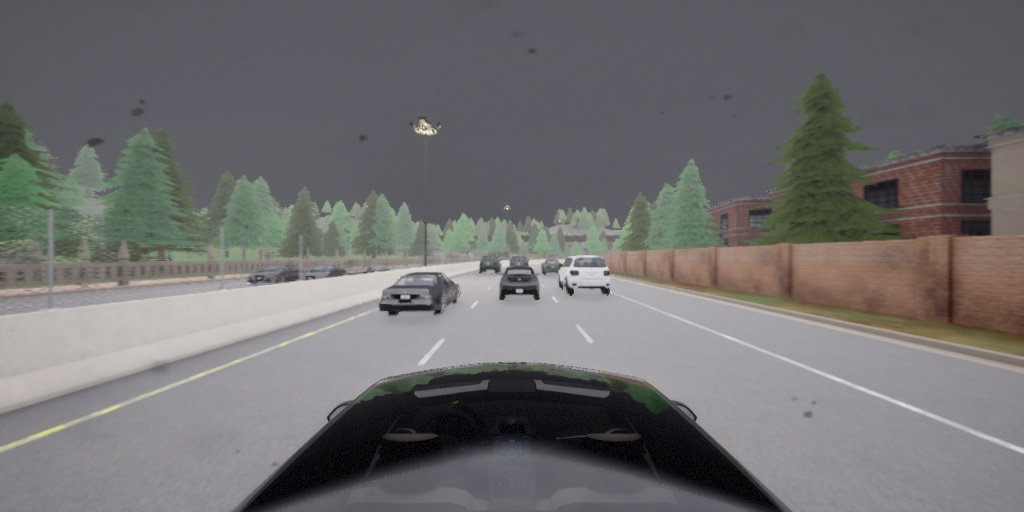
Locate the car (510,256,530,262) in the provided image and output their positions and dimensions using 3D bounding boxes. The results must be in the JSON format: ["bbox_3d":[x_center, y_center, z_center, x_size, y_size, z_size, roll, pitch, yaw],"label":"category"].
[{"bbox_3d":[0.902,1.000,41.958,2.150,2.045,5.566,0,0,3],"label":"car"}]

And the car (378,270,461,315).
[{"bbox_3d":[-3.214,1.298,13.453,2.033,1.411,5.357,0,0,1],"label":"car"}]

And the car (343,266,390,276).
[{"bbox_3d":[-10.093,1.395,26.156,1.895,1.301,4.718,0,0,1],"label":"car"}]

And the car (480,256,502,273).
[{"bbox_3d":[-2.538,0.993,43.236,2.150,2.045,5.566,0,0,4],"label":"car"}]

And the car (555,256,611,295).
[{"bbox_3d":[3.905,0.993,20.065,2.150,2.045,5.566,0,0,1],"label":"car"}]

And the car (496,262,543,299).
[{"bbox_3d":[0.368,1.267,18.058,1.837,1.490,4.892,0,0,1],"label":"car"}]

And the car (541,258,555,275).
[{"bbox_3d":[4.338,1.135,39.254,2.097,1.767,4.553,0,0,3],"label":"car"}]

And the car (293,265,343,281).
[{"bbox_3d":[-13.592,1.345,26.247,1.994,1.385,4.181,0,0,1],"label":"car"}]

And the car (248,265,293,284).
[{"bbox_3d":[-17.092,1.319,26.308,1.994,1.385,4.181,0,0,1],"label":"car"}]
